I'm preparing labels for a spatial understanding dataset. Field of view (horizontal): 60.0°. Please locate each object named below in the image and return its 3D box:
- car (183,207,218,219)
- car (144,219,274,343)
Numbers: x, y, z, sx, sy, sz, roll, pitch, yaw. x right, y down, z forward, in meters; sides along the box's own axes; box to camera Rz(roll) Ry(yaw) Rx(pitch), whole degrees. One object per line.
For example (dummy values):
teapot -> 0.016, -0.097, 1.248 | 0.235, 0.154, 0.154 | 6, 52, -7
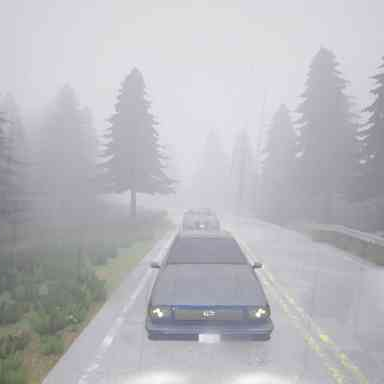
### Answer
car -> 0.462, 1.584, 19.165 | 1.994, 1.385, 4.181 | 0, 0, -2
car -> 0.277, 1.557, 7.080 | 2.033, 1.411, 5.357 | 0, 0, 1
